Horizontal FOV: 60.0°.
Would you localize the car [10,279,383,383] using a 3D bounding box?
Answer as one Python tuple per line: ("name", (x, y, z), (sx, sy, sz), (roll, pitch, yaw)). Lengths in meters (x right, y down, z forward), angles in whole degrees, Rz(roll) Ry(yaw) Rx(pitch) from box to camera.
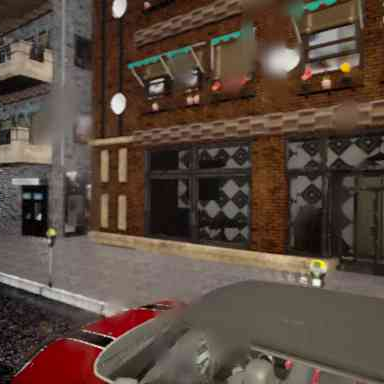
("car", (0.402, 1.436, 2.422), (4.097, 1.590, 1.967), (0, 1, 35))
